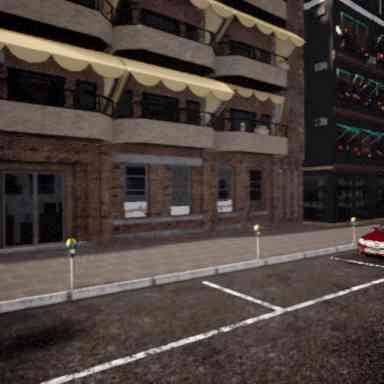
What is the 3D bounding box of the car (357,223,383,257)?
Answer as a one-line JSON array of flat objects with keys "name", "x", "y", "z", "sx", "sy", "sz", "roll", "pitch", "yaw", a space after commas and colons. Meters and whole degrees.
[{"name": "car", "x": 7.674, "y": 1.637, "z": 12.006, "sx": 4.206, "sy": 1.307, "sz": 1.802, "roll": 0, "pitch": -1, "yaw": -35}]
